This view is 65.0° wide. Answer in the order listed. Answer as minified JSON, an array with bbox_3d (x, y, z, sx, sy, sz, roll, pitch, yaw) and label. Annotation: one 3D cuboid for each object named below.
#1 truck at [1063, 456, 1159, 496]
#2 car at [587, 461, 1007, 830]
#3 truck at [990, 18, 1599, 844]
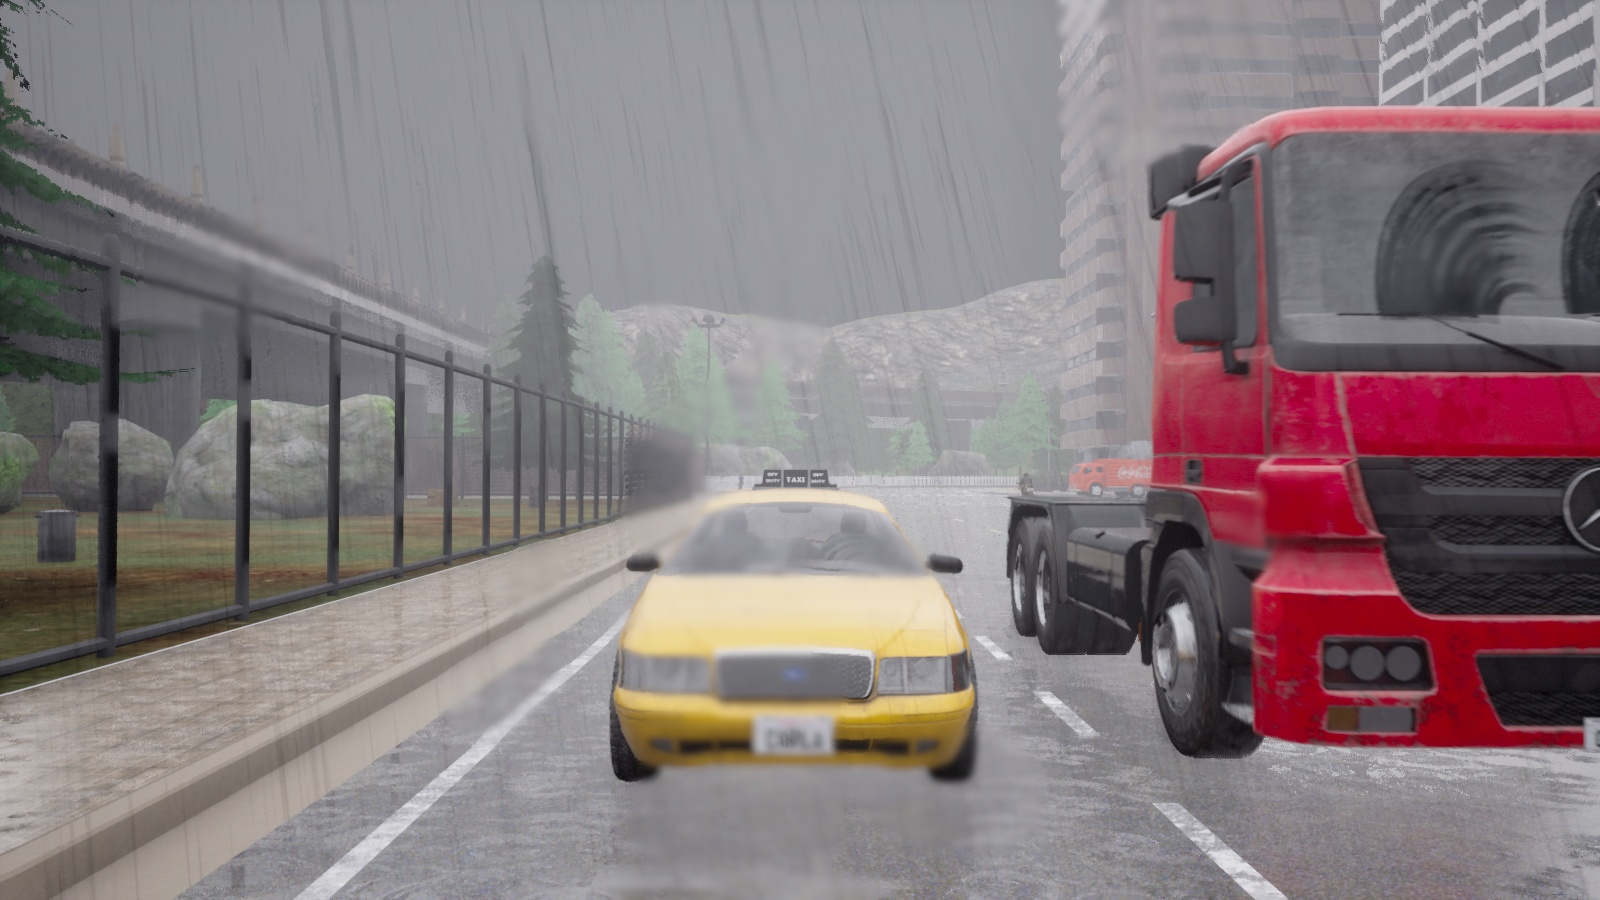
[{"bbox_3d":[19.405,1.627,78.539,5.204,2.467,2.627,0,-1,-11],"label":"truck"},{"bbox_3d":[-0.024,0.891,8.089,1.801,1.575,5.366,0,-1,0],"label":"car"},{"bbox_3d":[3.470,-0.026,9.236,2.891,3.462,7.936,0,-1,0],"label":"truck"}]
